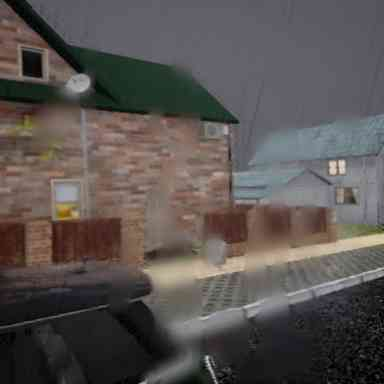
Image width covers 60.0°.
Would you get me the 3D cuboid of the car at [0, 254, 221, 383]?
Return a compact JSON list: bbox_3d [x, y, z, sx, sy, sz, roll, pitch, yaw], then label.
[{"bbox_3d":[-1.963,1.353,1.670,4.553,1.767,2.097,0,0,-35],"label":"car"}]
